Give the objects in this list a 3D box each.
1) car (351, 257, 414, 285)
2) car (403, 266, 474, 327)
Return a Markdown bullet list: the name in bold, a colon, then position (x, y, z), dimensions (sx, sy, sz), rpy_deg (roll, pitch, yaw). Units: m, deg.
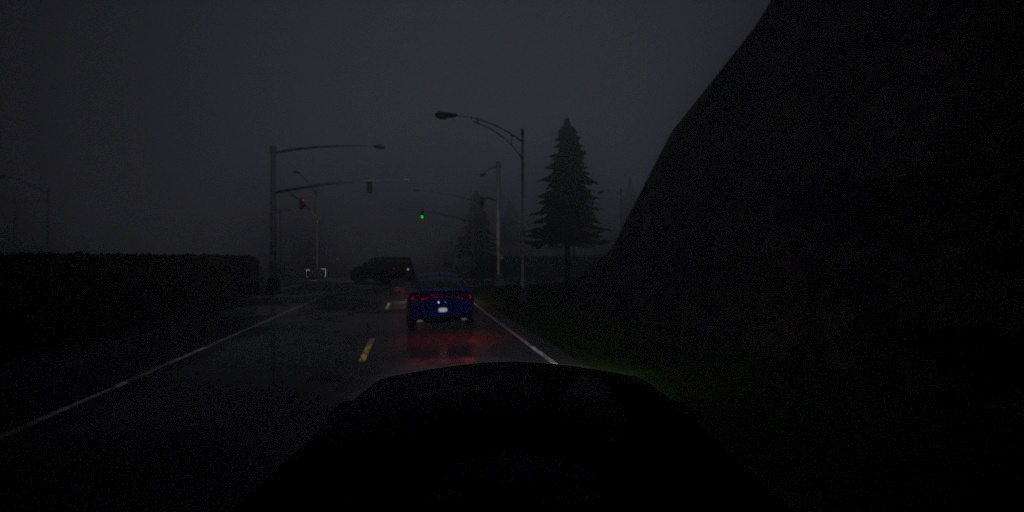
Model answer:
- **car**: position (-10.064, 1.097, 27.944), dimensions (5.566, 2.045, 2.150), rpy_deg (0, -2, 30)
- **car**: position (-2.464, 1.273, 11.897), dimensions (1.882, 1.535, 5.008), rpy_deg (0, 0, -15)
